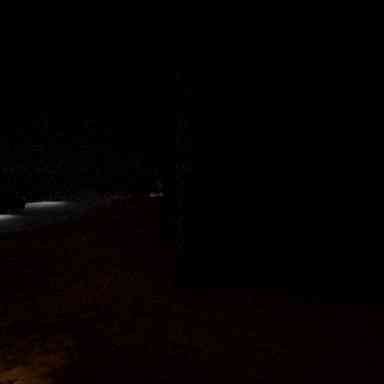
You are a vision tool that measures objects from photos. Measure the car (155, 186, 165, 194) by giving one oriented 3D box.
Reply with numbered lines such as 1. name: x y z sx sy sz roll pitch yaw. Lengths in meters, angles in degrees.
1. car: -5.573 -0.332 60.115 2.033 1.411 5.357 0 2 -17

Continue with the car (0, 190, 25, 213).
1. car: -13.579 0.616 23.653 1.837 1.490 4.892 1 2 -6

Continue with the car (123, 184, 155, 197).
1. car: -8.255 -0.277 50.570 2.097 1.767 4.553 2 2 31
